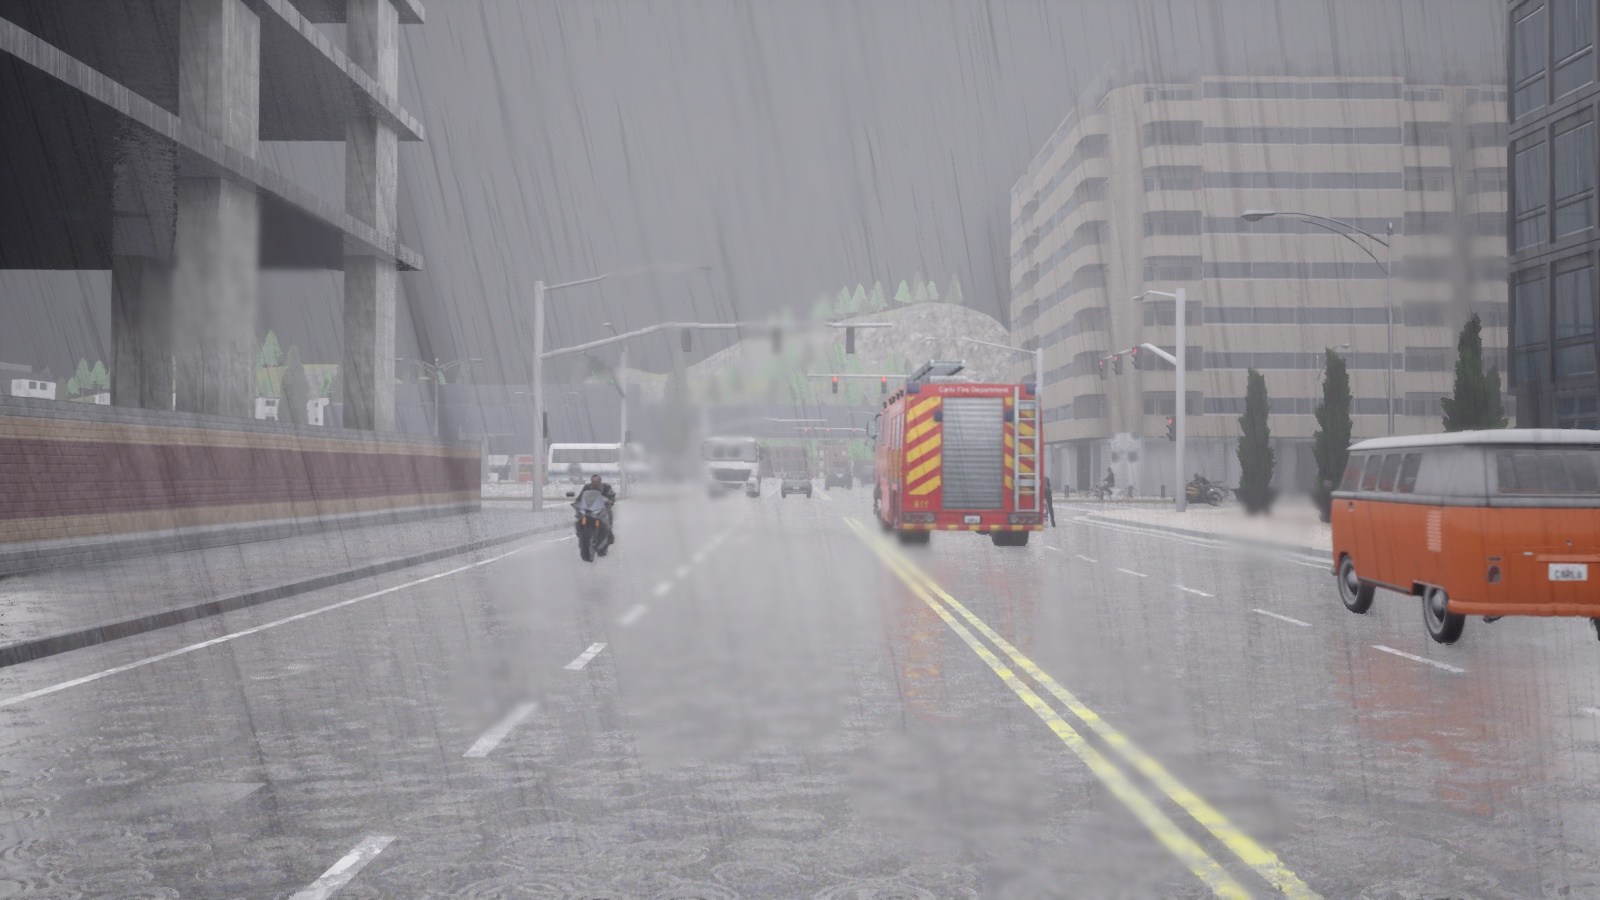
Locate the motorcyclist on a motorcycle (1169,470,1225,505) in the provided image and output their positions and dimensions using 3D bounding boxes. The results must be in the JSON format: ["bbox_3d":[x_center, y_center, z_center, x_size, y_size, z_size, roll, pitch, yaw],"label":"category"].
[{"bbox_3d":[17.651,1.659,55.859,2.191,1.530,0.866,0,-1,-1],"label":"motorcyclist on a motorcycle"}]

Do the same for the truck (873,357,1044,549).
[{"bbox_3d":[3.419,0.129,29.393,2.891,3.827,8.468,0,-1,0],"label":"truck"}]

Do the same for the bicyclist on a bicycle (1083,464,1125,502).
[{"bbox_3d":[14.353,1.566,59.308,1.843,1.776,0.659,0,-1,-1],"label":"bicyclist on a bicycle"}]

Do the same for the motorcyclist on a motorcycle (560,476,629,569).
[{"bbox_3d":[-3.557,1.231,21.921,0.866,1.530,2.191,0,-1,0],"label":"motorcyclist on a motorcycle"}]

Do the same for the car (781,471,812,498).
[{"bbox_3d":[-0.190,2.029,73.717,1.789,1.549,3.705,0,-1,0],"label":"car"}]

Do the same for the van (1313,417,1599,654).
[{"bbox_3d":[6.792,0.754,12.786,1.775,1.987,4.442,0,-1,7],"label":"van"}]

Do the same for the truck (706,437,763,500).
[{"bbox_3d":[-3.691,1.064,72.659,2.891,3.462,7.936,0,-1,0],"label":"truck"}]
